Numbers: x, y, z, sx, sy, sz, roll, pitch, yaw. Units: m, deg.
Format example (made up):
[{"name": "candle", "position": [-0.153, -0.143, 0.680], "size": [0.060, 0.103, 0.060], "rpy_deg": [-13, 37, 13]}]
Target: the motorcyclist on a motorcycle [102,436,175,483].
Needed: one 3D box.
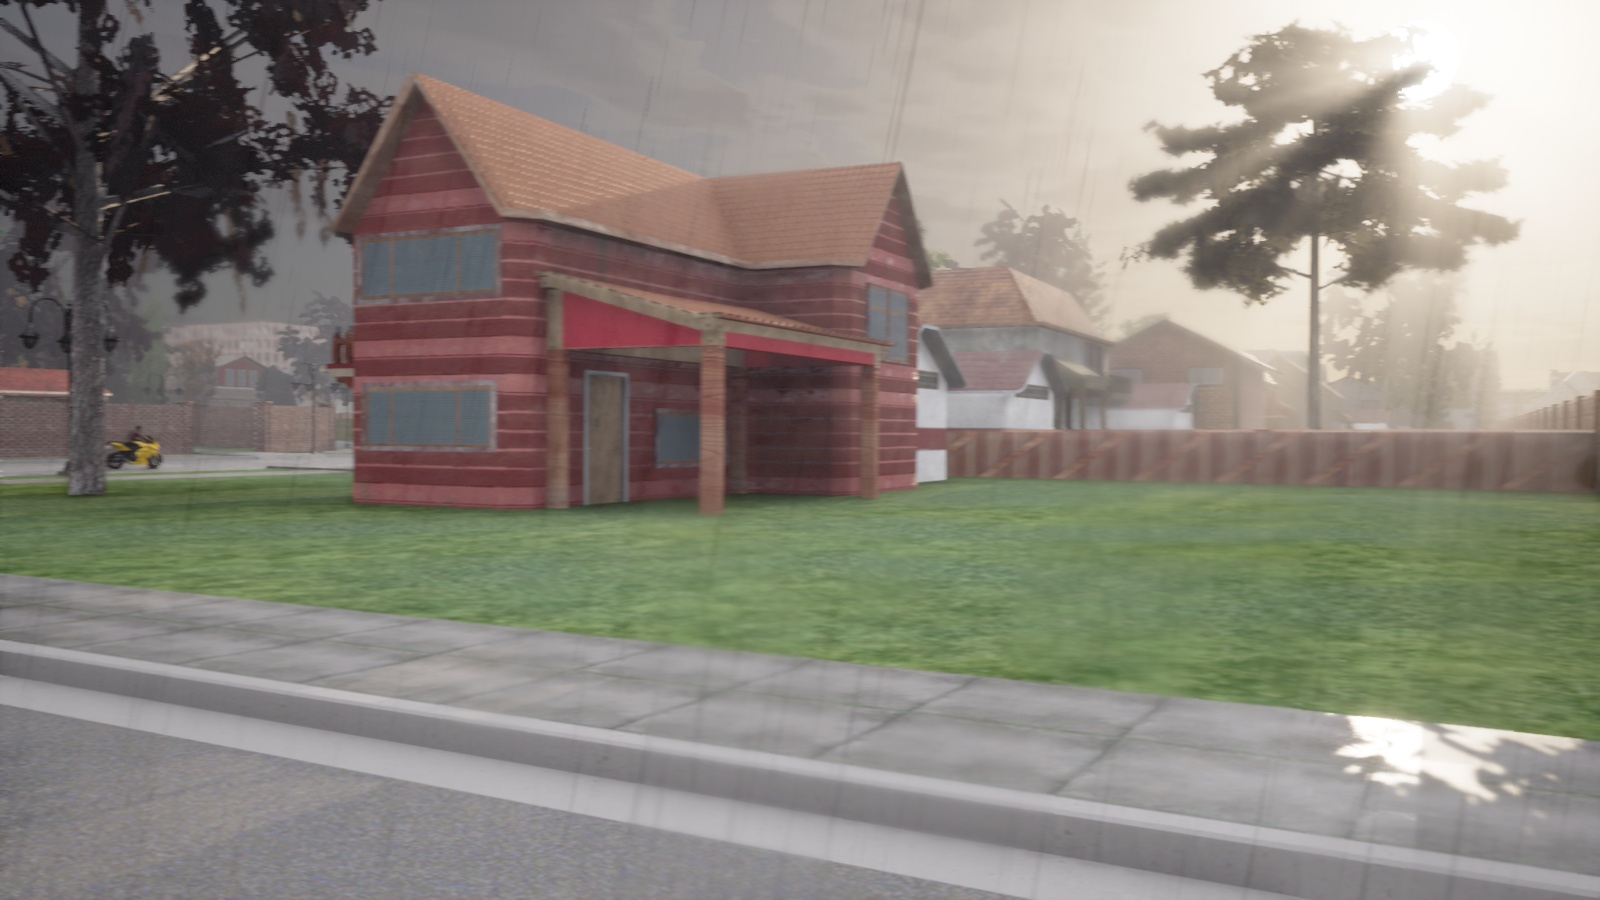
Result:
[{"name": "motorcyclist on a motorcycle", "position": [-22.141, 0.311, 42.067], "size": [0.797, 1.523, 2.044], "rpy_deg": [0, 1, 27]}]
